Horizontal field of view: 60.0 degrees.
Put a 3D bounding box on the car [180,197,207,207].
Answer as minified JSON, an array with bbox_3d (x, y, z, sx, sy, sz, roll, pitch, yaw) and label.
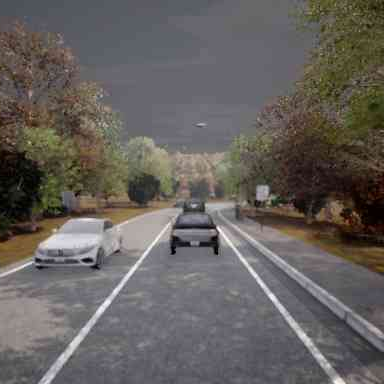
[{"bbox_3d":[0.273,1.462,33.489,2.150,2.045,5.566,0,0,2],"label":"car"}]

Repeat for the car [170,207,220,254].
[{"bbox_3d":[0.096,1.588,13.969,2.128,1.511,4.902,0,0,0],"label":"car"}]

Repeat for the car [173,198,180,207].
[{"bbox_3d":[-1.536,1.739,52.468,2.097,1.767,4.553,1,0,10],"label":"car"}]

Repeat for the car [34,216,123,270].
[{"bbox_3d":[-3.600,1.601,11.395,1.812,1.442,4.674,0,0,0],"label":"car"}]
